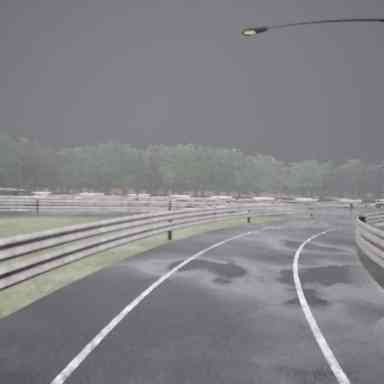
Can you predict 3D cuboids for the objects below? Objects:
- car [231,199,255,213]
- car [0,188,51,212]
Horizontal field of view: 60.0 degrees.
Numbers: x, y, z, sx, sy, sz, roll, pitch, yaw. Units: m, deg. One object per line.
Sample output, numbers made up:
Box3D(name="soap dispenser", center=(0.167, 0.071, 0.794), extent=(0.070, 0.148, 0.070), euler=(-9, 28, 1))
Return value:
Box3D(name="car", center=(6.257, 1.599, 38.871), extent=(5.008, 1.535, 1.882), euler=(2, 0, -21))
Box3D(name="car", center=(-15.727, 0.704, 29.979), extent=(5.566, 2.045, 2.150), euler=(2, 0, -22))
